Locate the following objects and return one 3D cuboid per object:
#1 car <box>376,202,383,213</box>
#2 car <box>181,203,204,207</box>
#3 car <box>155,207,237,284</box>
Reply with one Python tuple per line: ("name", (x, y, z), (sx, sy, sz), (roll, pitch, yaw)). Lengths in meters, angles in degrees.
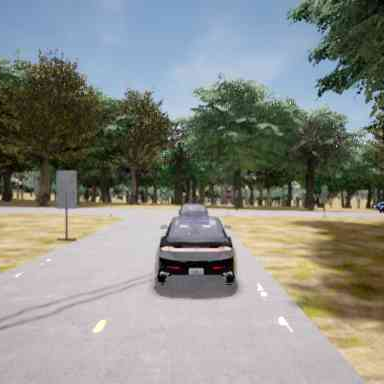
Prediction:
("car", (25.135, 1.621, 40.108), (5.566, 2.045, 2.150), (2, 1, -13))
("car", (0.052, 1.366, 19.798), (2.033, 1.411, 5.357), (0, 0, -2))
("car", (0.102, 1.383, 9.236), (2.128, 1.511, 4.902), (0, 1, 0))
